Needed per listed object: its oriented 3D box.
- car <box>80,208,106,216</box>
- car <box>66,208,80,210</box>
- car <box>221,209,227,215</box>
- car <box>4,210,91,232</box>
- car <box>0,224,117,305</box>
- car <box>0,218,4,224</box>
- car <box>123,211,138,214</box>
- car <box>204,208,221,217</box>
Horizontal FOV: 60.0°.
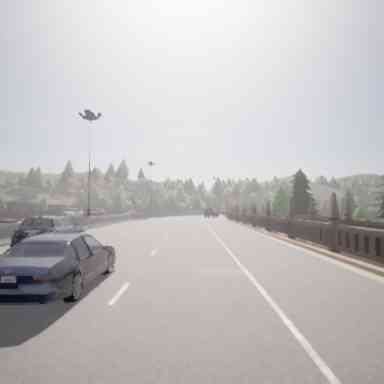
[{"bbox_3d":[-17.011,3.817,58.578,2.150,2.045,5.566,0,-3,5],"label":"car"},{"bbox_3d":[-20.645,3.765,57.419,2.150,2.045,5.566,0,-3,5],"label":"car"},{"bbox_3d":[8.355,5.097,86.271,1.882,1.535,5.008,-2,-3,28],"label":"car"},{"bbox_3d":[-6.899,1.946,16.508,2.097,1.767,4.553,0,-3,0],"label":"car"},{"bbox_3d":[-3.399,1.776,8.666,2.033,1.411,5.357,0,-2,0],"label":"car"},{"bbox_3d":[-14.096,2.559,24.167,1.895,1.301,4.718,0,-3,0],"label":"car"},{"bbox_3d":[-12.402,4.468,66.968,1.882,1.535,5.008,-1,-3,10],"label":"car"},{"bbox_3d":[4.117,4.368,71.095,2.150,2.045,5.566,-1,-3,15],"label":"car"}]
